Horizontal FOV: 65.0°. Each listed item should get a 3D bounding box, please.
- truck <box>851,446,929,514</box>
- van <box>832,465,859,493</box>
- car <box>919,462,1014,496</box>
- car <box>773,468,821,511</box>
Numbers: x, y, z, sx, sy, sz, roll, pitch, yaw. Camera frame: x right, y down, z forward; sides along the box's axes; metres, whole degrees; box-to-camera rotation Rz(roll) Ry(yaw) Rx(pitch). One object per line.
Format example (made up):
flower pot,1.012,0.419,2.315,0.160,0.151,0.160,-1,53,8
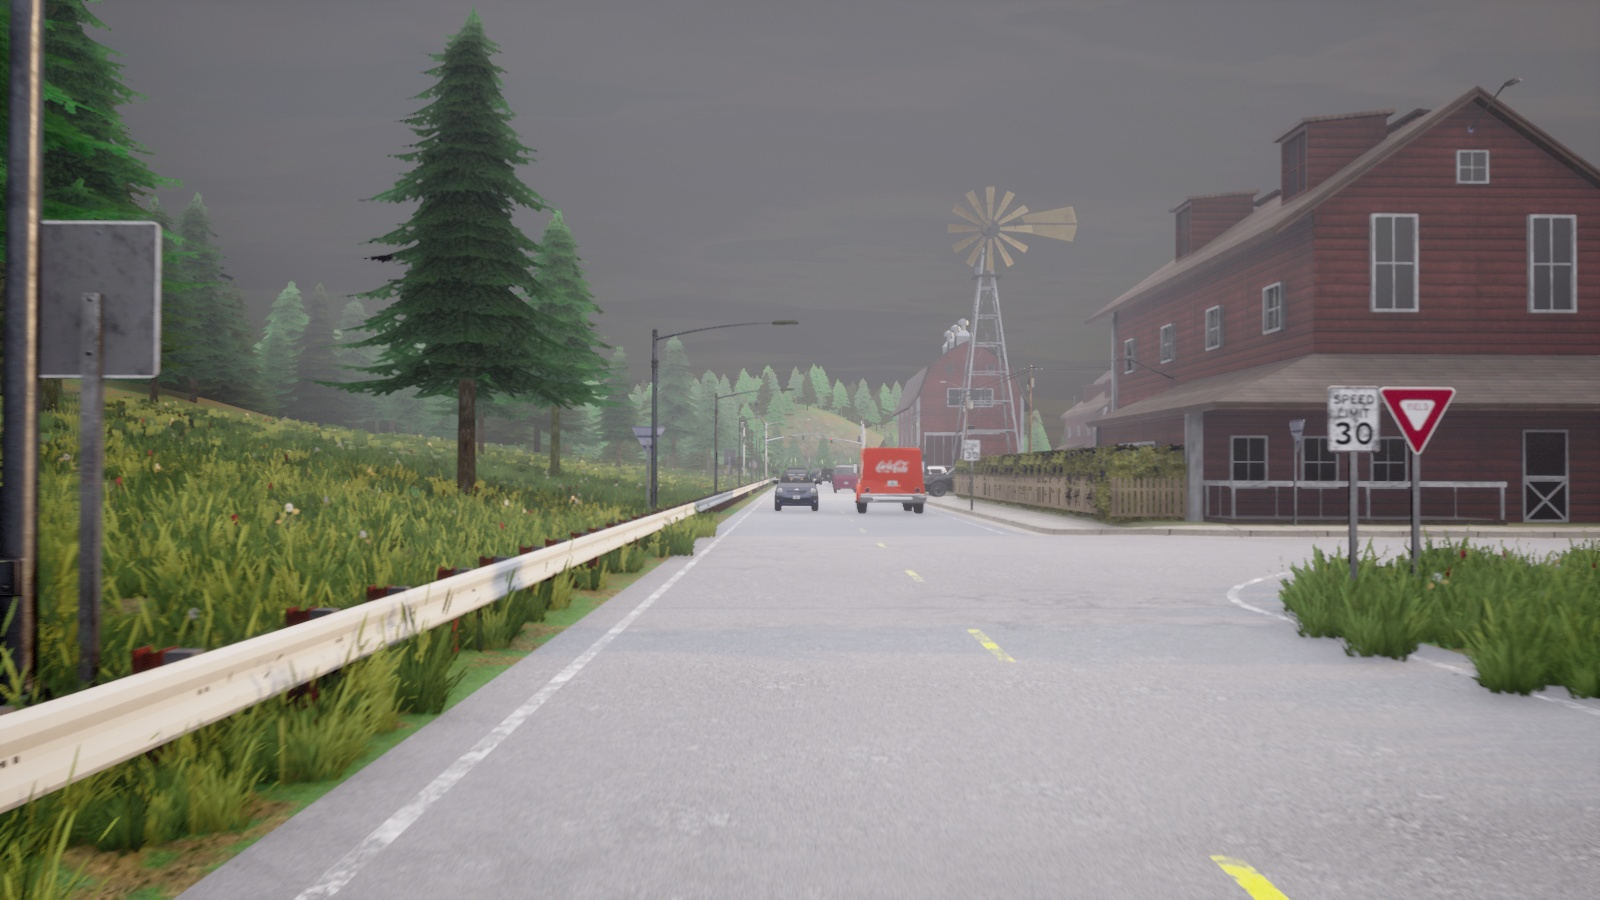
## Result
truck,3.380,1.126,48.474,2.627,2.467,5.204,0,-1,0
van,3.278,2.079,91.038,1.775,1.987,4.442,0,-1,0
car,10.197,1.785,77.183,5.566,2.045,2.150,0,-1,-1
car,-0.122,1.549,49.903,1.851,1.617,3.988,0,-1,0
